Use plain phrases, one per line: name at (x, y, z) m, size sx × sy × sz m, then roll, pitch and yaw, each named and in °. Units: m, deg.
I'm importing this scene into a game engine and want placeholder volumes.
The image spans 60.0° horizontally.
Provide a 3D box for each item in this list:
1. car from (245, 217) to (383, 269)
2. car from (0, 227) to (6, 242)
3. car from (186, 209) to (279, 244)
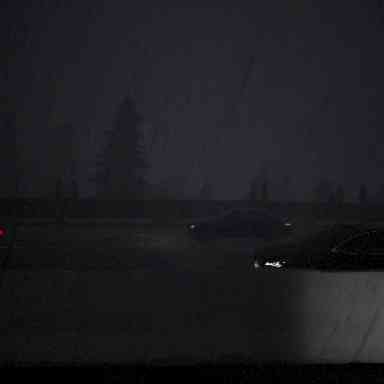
car at (3.930, 1.509, 7.872) m, size 4.892 × 1.490 × 1.837 m, roll 1°, pitch 0°, yaw -3°
car at (-8.869, 1.422, 10.781) m, size 4.718 × 1.301 × 1.895 m, roll 1°, pitch 0°, yaw -3°
car at (2.049, 1.468, 14.792) m, size 4.674 × 1.442 × 1.812 m, roll 1°, pitch 0°, yaw -3°
